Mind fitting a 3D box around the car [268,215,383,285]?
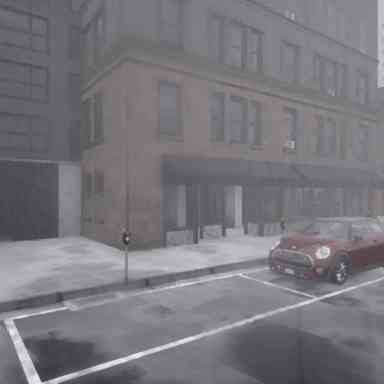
[{"bbox_3d":[4.036,1.440,9.411,4.097,1.590,1.967,0,0,-36],"label":"car"}]
